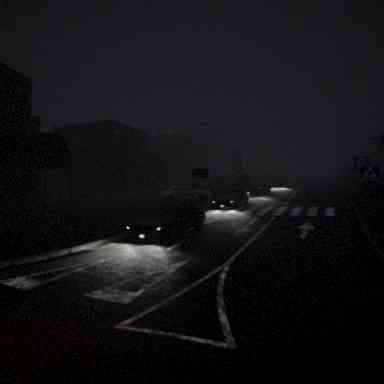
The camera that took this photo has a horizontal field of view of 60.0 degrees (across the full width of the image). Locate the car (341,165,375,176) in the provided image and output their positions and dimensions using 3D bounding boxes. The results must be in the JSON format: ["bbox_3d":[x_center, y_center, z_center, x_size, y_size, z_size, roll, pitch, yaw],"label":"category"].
[{"bbox_3d":[33.203,-4.249,66.650,5.566,2.045,2.435,-1,4,2],"label":"car"}]

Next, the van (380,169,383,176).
[{"bbox_3d":[17.053,-0.693,28.036,4.442,1.987,1.878,-1,4,4],"label":"van"}]

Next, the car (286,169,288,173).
[{"bbox_3d":[19.926,-4.497,81.771,5.366,1.575,1.946,-3,4,2],"label":"car"}]

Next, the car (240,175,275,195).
[{"bbox_3d":[6.921,-0.556,34.677,1.882,1.535,5.008,0,5,24],"label":"car"}]

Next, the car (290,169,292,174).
[{"bbox_3d":[23.458,-5.115,89.880,4.892,1.521,2.231,-3,3,3],"label":"car"}]

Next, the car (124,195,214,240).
[{"bbox_3d":[-0.964,1.178,15.360,2.033,1.411,5.357,-1,3,22],"label":"car"}]

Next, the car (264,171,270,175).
[{"bbox_3d":[10.206,-2.376,57.372,5.008,1.535,2.097,-3,4,2],"label":"car"}]

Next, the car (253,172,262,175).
[{"bbox_3d":[7.139,-1.650,49.213,5.366,1.575,1.946,-3,4,2],"label":"car"}]

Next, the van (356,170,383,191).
[{"bbox_3d":[19.202,-1.194,33.524,4.442,1.987,1.878,-1,5,4],"label":"van"}]

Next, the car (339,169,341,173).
[{"bbox_3d":[31.873,-3.754,63.911,5.366,1.575,1.946,-1,5,2],"label":"car"}]

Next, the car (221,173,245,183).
[{"bbox_3d":[3.730,-1.024,41.028,4.553,1.767,2.185,-3,4,2],"label":"car"}]

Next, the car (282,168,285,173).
[{"bbox_3d":[17.901,-4.064,76.345,5.008,1.535,2.097,-3,4,2],"label":"car"}]

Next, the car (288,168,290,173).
[{"bbox_3d":[21.179,-4.961,84.451,5.566,2.045,2.435,-3,3,3],"label":"car"}]

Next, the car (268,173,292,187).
[{"bbox_3d":[11.528,-1.351,43.979,1.994,1.385,4.181,0,5,26],"label":"car"}]

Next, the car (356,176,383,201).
[{"bbox_3d":[15.748,-0.212,25.320,5.008,1.535,2.097,-1,4,4],"label":"car"}]

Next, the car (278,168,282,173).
[{"bbox_3d":[16.813,-3.960,73.622,4.553,1.767,2.185,-3,4,2],"label":"car"}]

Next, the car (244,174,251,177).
[{"bbox_3d":[4.782,-1.145,43.778,5.008,1.535,2.097,-3,4,2],"label":"car"}]

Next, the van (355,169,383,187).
[{"bbox_3d":[21.817,-1.709,39.009,4.442,1.987,1.878,-1,4,3],"label":"van"}]

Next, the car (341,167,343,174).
[{"bbox_3d":[28.716,-3.256,55.585,5.566,2.045,2.435,-2,4,2],"label":"car"}]

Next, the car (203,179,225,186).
[{"bbox_3d":[0.498,-0.127,32.842,4.792,1.488,2.163,-3,4,2],"label":"car"}]

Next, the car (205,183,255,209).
[{"bbox_3d":[3.048,0.364,25.394,2.033,1.411,5.357,-1,5,22],"label":"car"}]

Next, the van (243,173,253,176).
[{"bbox_3d":[5.741,-1.610,46.488,4.442,1.987,1.878,-3,4,2],"label":"van"}]

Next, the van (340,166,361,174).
[{"bbox_3d":[40.996,-5.738,85.979,4.442,1.987,1.878,-1,4,3],"label":"van"}]

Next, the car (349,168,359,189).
[{"bbox_3d":[18.098,-0.968,30.775,5.566,2.045,2.435,-1,5,4],"label":"car"}]

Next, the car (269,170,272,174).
[{"bbox_3d":[11.308,-2.622,60.081,4.892,1.521,2.231,-3,4,2],"label":"car"}]

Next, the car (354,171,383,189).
[{"bbox_3d":[20.483,-1.351,36.277,4.553,1.767,2.185,-1,4,4],"label":"car"}]

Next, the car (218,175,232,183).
[{"bbox_3d":[1.569,-0.529,35.560,4.553,1.767,2.185,-3,4,2],"label":"car"}]

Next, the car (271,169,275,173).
[{"bbox_3d":[12.403,-2.868,62.791,4.892,1.521,2.231,-3,4,2],"label":"car"}]

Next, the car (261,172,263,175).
[{"bbox_3d":[8.030,-1.884,51.940,5.008,1.535,2.097,-3,4,2],"label":"car"}]

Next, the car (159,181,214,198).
[{"bbox_3d":[-0.609,0.132,30.106,4.674,1.452,2.002,-3,4,2],"label":"car"}]

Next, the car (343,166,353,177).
[{"bbox_3d":[26.428,-2.748,50.041,5.566,2.045,2.435,-1,4,3],"label":"car"}]

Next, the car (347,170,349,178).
[{"bbox_3d":[24.079,-1.987,44.528,4.892,1.521,2.231,-1,5,3],"label":"car"}]

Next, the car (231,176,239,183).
[{"bbox_3d":[2.597,-0.619,38.308,4.792,1.488,2.163,-3,4,2],"label":"car"}]

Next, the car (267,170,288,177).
[{"bbox_3d":[22.339,-4.918,87.171,4.892,1.521,2.231,-3,3,3],"label":"car"}]

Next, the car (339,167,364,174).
[{"bbox_3d":[39.792,-5.314,83.236,5.366,1.575,1.946,-1,4,3],"label":"car"}]

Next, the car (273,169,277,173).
[{"bbox_3d":[13.497,-3.116,65.505,5.008,1.535,2.097,-3,4,2],"label":"car"}]

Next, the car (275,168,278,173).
[{"bbox_3d":[14.613,-3.486,68.205,4.553,1.767,2.185,-3,4,2],"label":"car"}]

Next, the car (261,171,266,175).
[{"bbox_3d":[9.155,-2.102,54.654,4.792,1.488,2.163,-3,4,2],"label":"car"}]

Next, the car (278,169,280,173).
[{"bbox_3d":[15.688,-3.560,70.938,4.674,1.452,2.002,-3,4,2],"label":"car"}]
